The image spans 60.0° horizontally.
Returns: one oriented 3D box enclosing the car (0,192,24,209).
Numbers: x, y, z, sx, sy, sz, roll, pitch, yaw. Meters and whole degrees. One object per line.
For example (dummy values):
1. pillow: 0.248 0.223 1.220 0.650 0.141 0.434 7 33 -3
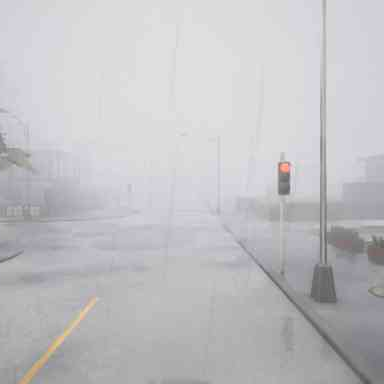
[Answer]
1. car: -19.736 0.985 34.939 1.905 1.878 3.866 0 0 35
